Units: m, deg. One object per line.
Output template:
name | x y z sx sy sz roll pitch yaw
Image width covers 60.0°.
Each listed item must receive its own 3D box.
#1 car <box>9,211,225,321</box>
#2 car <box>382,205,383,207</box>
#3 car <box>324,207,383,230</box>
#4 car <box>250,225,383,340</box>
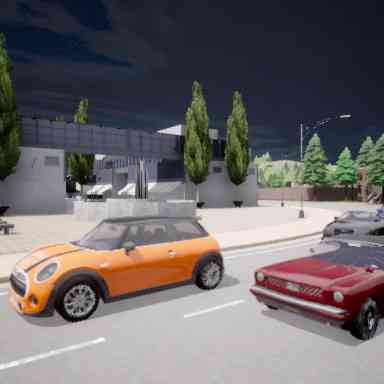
car | -1.462 1.351 7.411 4.553 1.767 2.097 0 0 -38
car | 13.840 1.526 22.862 1.812 1.442 4.674 0 0 30
car | 7.494 1.564 14.960 1.994 1.385 4.181 0 0 42
car | 3.341 1.601 6.713 4.718 1.301 1.895 0 0 -39
